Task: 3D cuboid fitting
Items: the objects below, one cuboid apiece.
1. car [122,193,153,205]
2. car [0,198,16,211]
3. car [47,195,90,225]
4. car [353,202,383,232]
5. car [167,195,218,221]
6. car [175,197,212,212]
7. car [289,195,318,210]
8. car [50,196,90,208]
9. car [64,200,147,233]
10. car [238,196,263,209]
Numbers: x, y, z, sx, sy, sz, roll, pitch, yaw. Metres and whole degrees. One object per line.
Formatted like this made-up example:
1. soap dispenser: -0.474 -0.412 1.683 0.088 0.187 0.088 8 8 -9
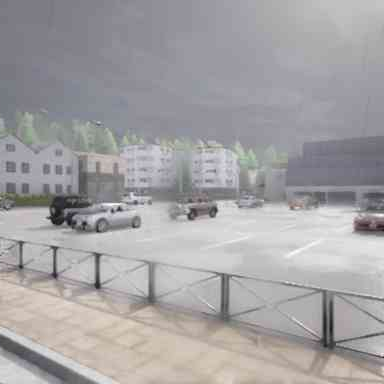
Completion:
1. car: -8.483 1.116 52.004 2.150 2.045 5.566 0 0 35
2. car: -22.777 1.394 37.885 2.128 1.511 4.902 0 0 35
3. car: -7.068 1.118 20.922 1.905 1.878 3.866 0 0 35
4. car: 9.924 1.303 17.704 2.007 1.523 4.514 0 0 35
5. car: 0.150 1.132 25.461 1.932 1.855 4.605 0 0 35
6. car: 0.242 1.349 37.642 2.007 1.523 4.514 0 0 35
7. car: 12.729 1.181 37.863 2.152 1.636 5.027 0 0 35
8. car: -16.855 1.380 46.242 1.882 1.535 5.008 0 0 35
9. car: -4.702 1.395 18.507 1.970 1.475 3.806 0 0 35
10. car: 7.296 1.275 41.295 1.970 1.475 3.806 0 0 35
